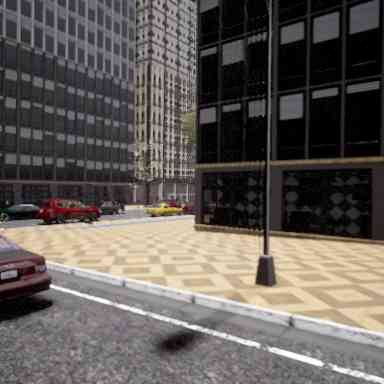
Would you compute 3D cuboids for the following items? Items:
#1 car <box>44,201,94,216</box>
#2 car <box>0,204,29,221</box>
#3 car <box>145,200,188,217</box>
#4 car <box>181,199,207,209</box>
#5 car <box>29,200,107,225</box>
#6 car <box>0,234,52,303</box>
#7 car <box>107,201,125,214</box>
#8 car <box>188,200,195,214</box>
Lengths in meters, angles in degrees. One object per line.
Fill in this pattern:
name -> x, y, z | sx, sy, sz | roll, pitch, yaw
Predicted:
car -> -13.151, 1.687, 35.740 | 1.752, 1.417, 4.829 | 0, 0, 36
car -> -14.983, 1.742, 28.873 | 1.895, 1.301, 4.718 | 1, 0, 36
car -> -2.856, 1.864, 35.567 | 1.752, 1.417, 4.829 | 0, 0, 36
car -> 0.360, 1.926, 54.009 | 1.947, 1.339, 4.313 | 0, 0, 36
car -> -9.662, 1.552, 26.362 | 2.192, 1.841, 5.009 | 0, 0, 36
car -> -5.365, 1.553, 7.510 | 5.357, 1.411, 2.033 | 0, 0, 36
car -> -9.518, 1.728, 36.282 | 1.837, 1.490, 4.892 | 1, 0, 36
car -> 0.396, 1.969, 39.966 | 1.802, 1.307, 4.206 | 0, 0, 36
